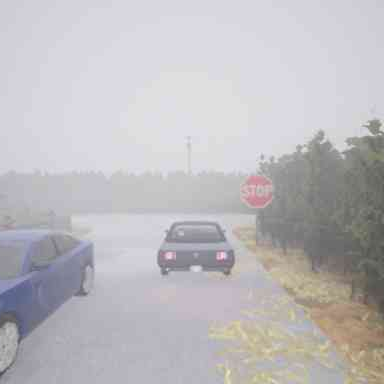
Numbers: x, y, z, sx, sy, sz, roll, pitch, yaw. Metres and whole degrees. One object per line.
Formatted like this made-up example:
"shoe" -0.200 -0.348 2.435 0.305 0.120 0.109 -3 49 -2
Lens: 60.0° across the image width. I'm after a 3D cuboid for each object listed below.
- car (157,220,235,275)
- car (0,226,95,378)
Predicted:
"car" 0.099 1.510 10.078 1.895 1.301 4.718 0 0 0
"car" -3.148 1.426 5.615 1.882 1.535 5.008 0 0 0
